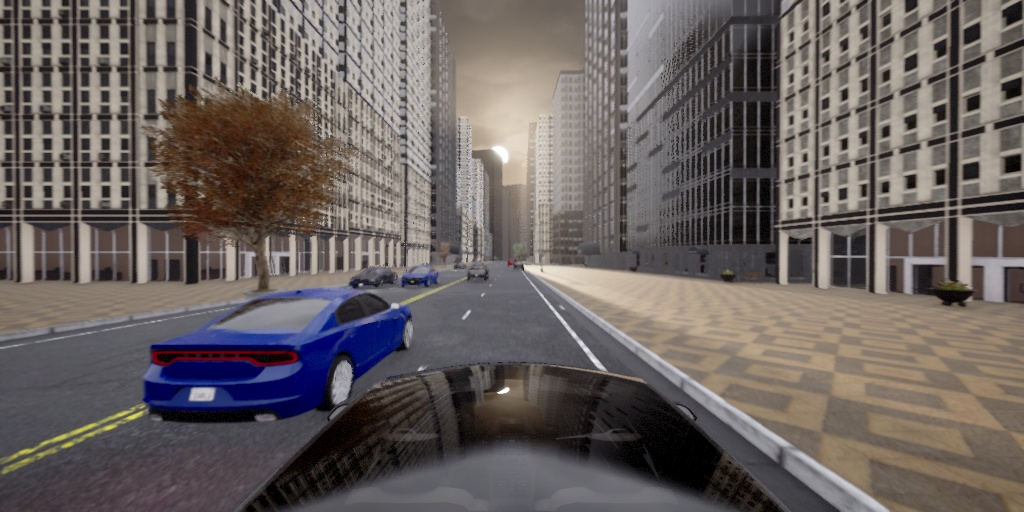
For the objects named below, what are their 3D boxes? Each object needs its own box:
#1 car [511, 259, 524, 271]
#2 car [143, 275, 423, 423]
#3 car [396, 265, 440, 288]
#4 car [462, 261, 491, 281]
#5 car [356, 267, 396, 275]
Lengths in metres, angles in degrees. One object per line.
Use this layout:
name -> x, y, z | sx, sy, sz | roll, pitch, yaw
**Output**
car -> 1.149, 1.795, 63.625 | 1.882, 1.535, 5.008 | 0, -1, 0
car -> -3.158, 1.268, 6.145 | 1.882, 1.535, 5.008 | 0, 0, 0
car -> -6.593, 1.452, 26.223 | 1.882, 1.535, 5.008 | 0, -1, 0
car -> -3.145, 1.542, 34.456 | 2.128, 1.511, 4.902 | 0, 0, 0
car -> -9.845, 1.520, 26.024 | 2.033, 1.411, 5.357 | 0, -1, 0
